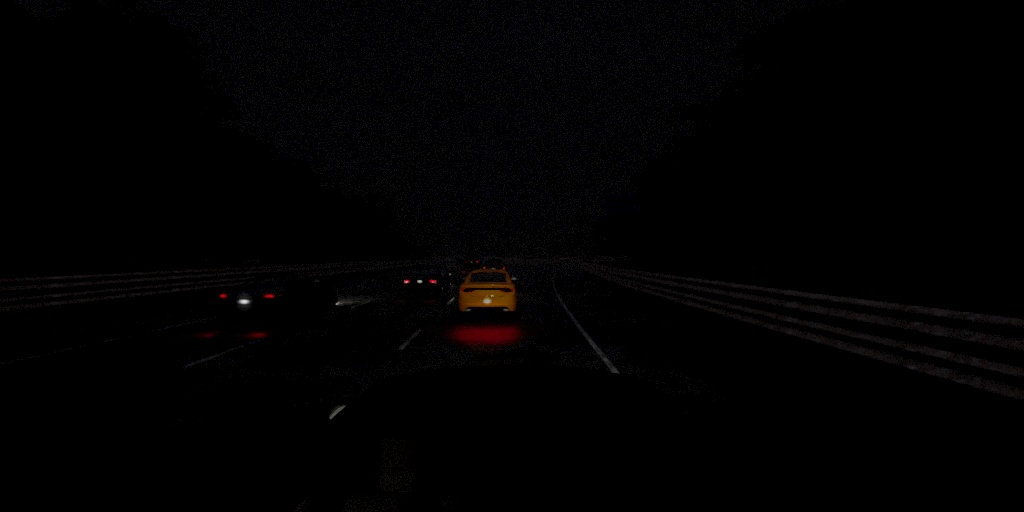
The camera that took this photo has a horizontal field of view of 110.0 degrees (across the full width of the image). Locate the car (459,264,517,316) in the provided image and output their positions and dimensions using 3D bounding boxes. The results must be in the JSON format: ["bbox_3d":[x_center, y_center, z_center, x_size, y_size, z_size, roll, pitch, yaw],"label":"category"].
[{"bbox_3d":[-0.844,1.216,13.375,1.882,1.535,5.008,0,0,-2],"label":"car"}]

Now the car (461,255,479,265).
[{"bbox_3d":[-5.601,0.916,51.032,2.150,2.045,5.566,0,0,-2],"label":"car"}]

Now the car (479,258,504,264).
[{"bbox_3d":[-1.473,1.062,31.239,2.097,1.767,4.553,0,0,-2],"label":"car"}]

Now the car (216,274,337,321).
[{"bbox_3d":[-7.728,1.288,12.259,1.994,1.385,4.181,0,0,-2],"label":"car"}]

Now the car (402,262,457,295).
[{"bbox_3d":[-4.474,1.268,19.539,2.033,1.411,5.357,0,0,-2],"label":"car"}]
